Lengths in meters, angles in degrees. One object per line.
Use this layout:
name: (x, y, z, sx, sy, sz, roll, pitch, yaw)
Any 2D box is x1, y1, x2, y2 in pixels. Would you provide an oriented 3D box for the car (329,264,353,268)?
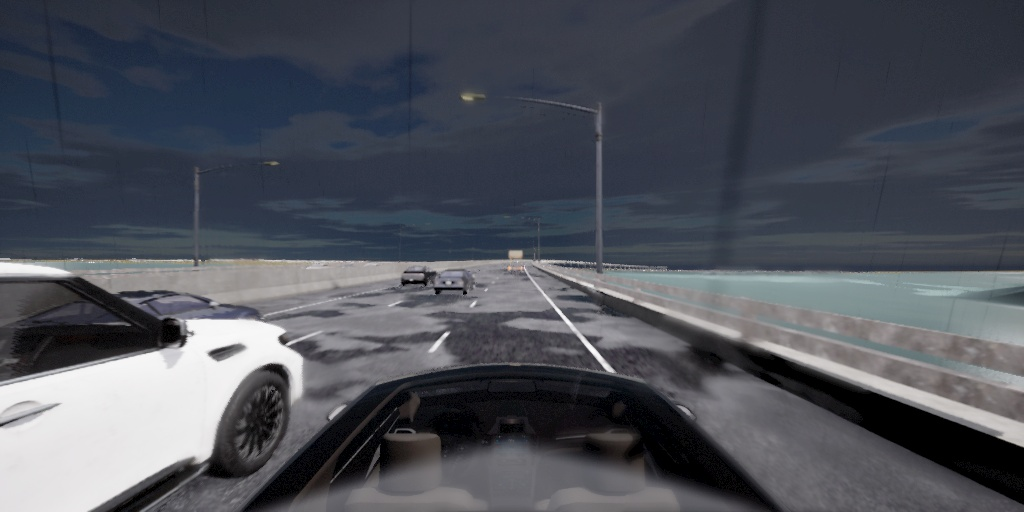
car: (-20.713, 1.709, 45.270, 1.994, 1.385, 4.181, 0, -1, 1)

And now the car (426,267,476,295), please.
car: (-3.325, 1.478, 21.400, 2.033, 1.411, 5.357, 0, -1, 0)

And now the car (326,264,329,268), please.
car: (-24.213, 1.669, 45.171, 1.812, 1.442, 4.674, 0, -1, 1)

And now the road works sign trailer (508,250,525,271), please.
road works sign trailer: (0.613, 0.741, 59.618, 2.380, 3.560, 2.880, 0, 0, 1)

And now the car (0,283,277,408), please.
car: (-6.891, 1.359, 6.896, 1.994, 1.385, 4.181, 0, -1, 0)

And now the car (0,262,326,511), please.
car: (-3.399, 0.969, 1.619, 2.150, 2.045, 5.566, 0, -1, 0)

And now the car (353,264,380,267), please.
car: (-17.239, 1.658, 43.916, 1.812, 1.442, 4.674, 0, -1, 1)

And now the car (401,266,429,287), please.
car: (-6.780, 1.469, 26.686, 2.128, 1.511, 4.902, 0, -1, 1)
